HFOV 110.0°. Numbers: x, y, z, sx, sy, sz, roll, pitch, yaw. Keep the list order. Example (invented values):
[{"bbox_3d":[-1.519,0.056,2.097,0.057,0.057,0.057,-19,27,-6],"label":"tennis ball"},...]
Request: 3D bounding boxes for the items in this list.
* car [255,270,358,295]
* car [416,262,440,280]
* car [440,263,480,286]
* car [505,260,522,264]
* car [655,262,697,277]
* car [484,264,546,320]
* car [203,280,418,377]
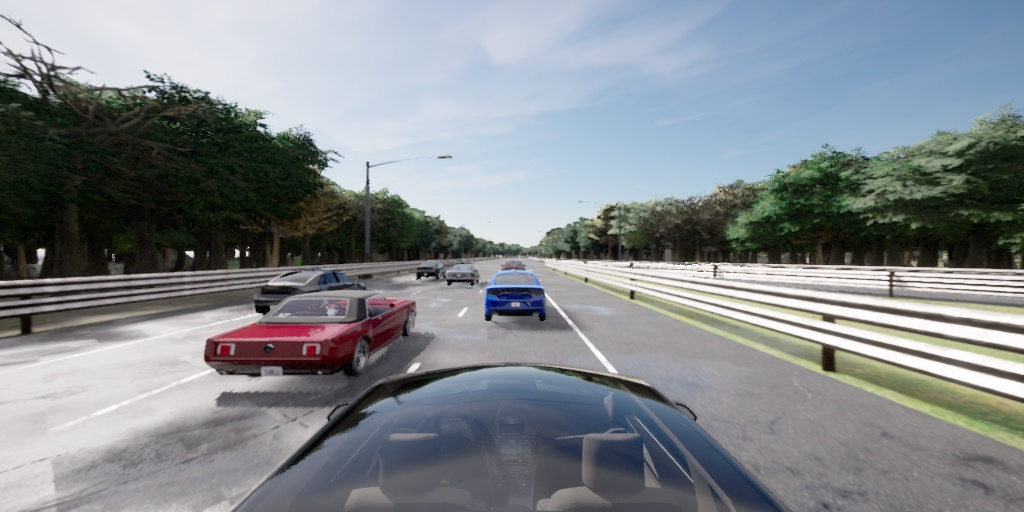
[{"bbox_3d":[-6.894,1.236,12.840,1.837,1.490,4.892,0,1,0],"label":"car"},{"bbox_3d":[-6.896,1.233,31.003,1.837,1.490,4.892,0,0,0],"label":"car"},{"bbox_3d":[-3.385,1.308,25.449,2.033,1.411,5.357,0,0,0],"label":"car"},{"bbox_3d":[0.112,1.116,30.714,2.097,1.767,4.553,0,0,0],"label":"car"},{"bbox_3d":[17.309,1.414,38.246,1.837,1.490,4.892,0,0,-17],"label":"car"},{"bbox_3d":[0.104,1.230,12.666,1.882,1.535,5.008,0,0,0],"label":"car"},{"bbox_3d":[-3.394,1.351,7.307,1.895,1.301,4.718,0,0,0],"label":"car"}]
